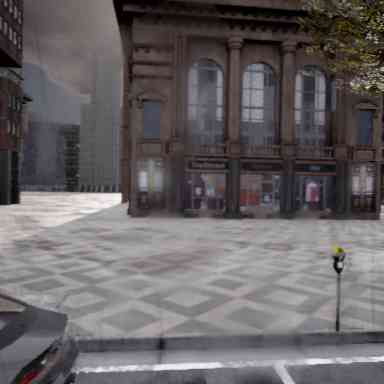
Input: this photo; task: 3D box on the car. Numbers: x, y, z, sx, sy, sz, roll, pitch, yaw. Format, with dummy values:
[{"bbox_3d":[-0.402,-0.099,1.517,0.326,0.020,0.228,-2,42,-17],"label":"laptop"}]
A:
[{"bbox_3d":[-3.240,1.472,2.665,4.403,1.369,2.008,1,0,-6],"label":"car"}]
